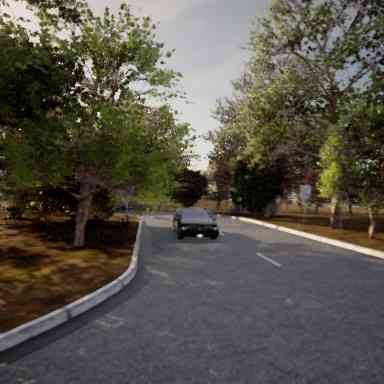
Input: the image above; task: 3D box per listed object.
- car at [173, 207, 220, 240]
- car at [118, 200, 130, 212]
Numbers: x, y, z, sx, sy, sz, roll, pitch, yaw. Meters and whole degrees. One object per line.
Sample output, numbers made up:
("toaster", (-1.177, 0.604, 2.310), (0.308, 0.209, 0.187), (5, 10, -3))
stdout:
("car", (0.048, 1.500, 16.868), (2.033, 1.411, 5.357), (1, 0, -7))
("car", (-9.413, 1.365, 37.707), (4.553, 1.767, 2.097), (1, -1, 16))
